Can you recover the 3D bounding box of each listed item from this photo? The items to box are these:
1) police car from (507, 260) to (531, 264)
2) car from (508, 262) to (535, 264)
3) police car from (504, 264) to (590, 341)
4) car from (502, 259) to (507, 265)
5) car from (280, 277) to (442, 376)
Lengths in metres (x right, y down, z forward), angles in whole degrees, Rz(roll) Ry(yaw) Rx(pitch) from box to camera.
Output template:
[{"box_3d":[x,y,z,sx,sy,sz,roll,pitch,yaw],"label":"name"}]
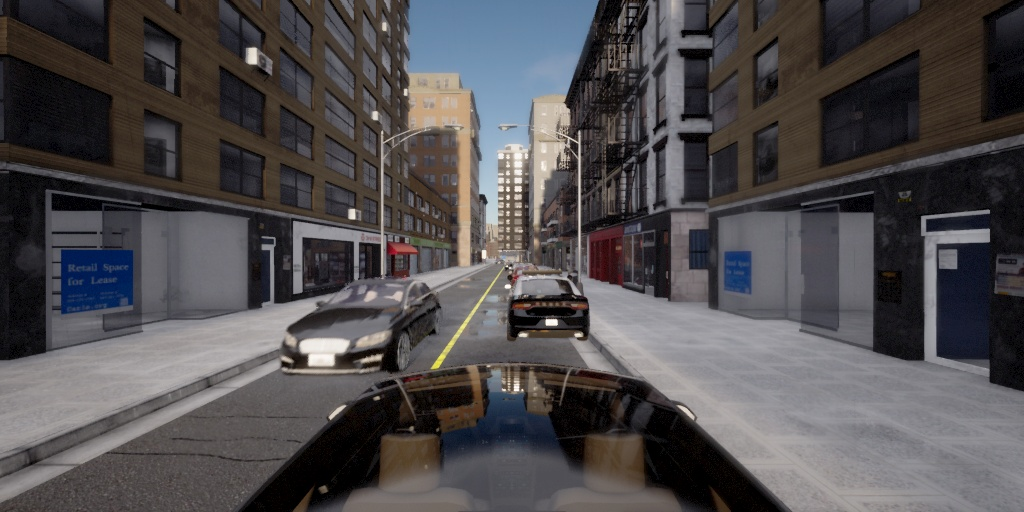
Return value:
[{"box_3d":[0.810,1.169,26.025,1.930,1.638,5.238,0,0,0],"label":"police car"},{"box_3d":[0.814,1.272,19.915,1.812,1.442,4.674,0,0,0],"label":"car"},{"box_3d":[0.821,1.174,10.025,1.930,1.638,5.238,0,0,0],"label":"police car"},{"box_3d":[0.013,1.341,47.855,1.895,1.301,4.718,0,0,1],"label":"car"},{"box_3d":[-2.753,1.241,7.634,2.128,1.511,4.902,0,0,0],"label":"car"}]
